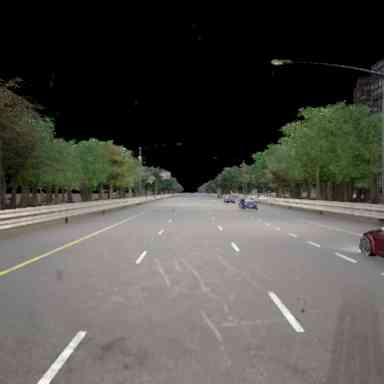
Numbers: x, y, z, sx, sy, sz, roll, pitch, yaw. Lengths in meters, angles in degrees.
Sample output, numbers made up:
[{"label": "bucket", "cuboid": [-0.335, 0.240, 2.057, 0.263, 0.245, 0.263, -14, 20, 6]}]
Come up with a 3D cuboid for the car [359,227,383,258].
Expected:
[{"label": "car", "cuboid": [7.007, 1.567, 10.268, 1.994, 1.385, 4.181, 0, 0, 0]}]

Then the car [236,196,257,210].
[{"label": "car", "cuboid": [7.060, 1.531, 42.166, 1.812, 1.442, 4.674, 0, 0, 0]}]

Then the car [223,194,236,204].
[{"label": "car", "cuboid": [7.100, 1.594, 64.681, 1.895, 1.301, 4.718, 0, 0, 0]}]
